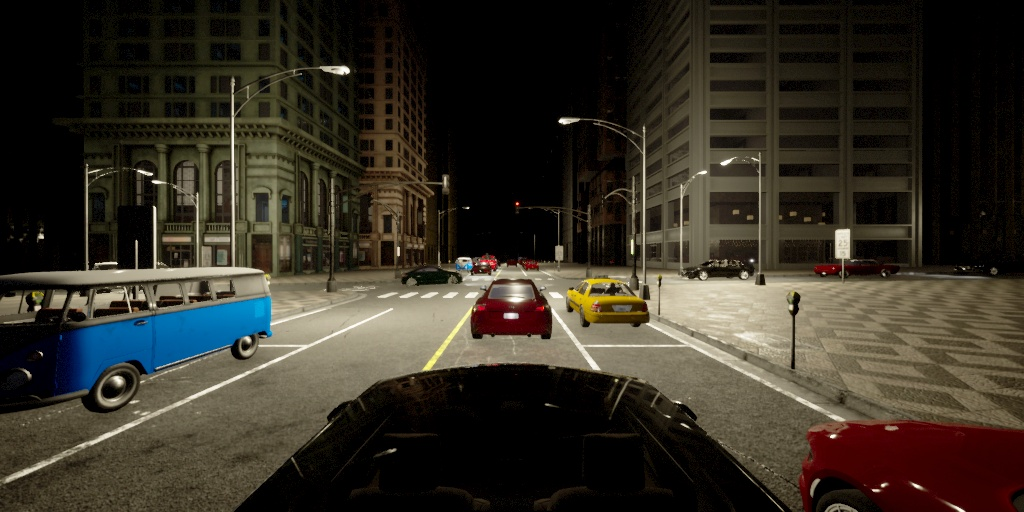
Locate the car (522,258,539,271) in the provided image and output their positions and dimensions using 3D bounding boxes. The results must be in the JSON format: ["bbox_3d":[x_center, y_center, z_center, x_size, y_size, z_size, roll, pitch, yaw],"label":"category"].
[{"bbox_3d":[2.717,1.311,49.213,1.888,1.381,4.507,0,0,0],"label":"car"}]

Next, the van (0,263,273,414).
[{"bbox_3d":[-5.767,1.090,5.711,1.690,1.789,3.998,0,0,0],"label":"van"}]

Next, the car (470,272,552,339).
[{"bbox_3d":[0.023,1.314,10.057,1.994,1.385,4.181,0,0,1],"label":"car"}]

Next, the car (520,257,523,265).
[{"bbox_3d":[2.699,1.321,60.264,1.888,1.381,4.507,0,0,0],"label":"car"}]

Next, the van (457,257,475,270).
[{"bbox_3d":[-5.832,1.103,43.695,1.690,1.789,3.998,0,0,0],"label":"van"}]

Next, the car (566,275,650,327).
[{"bbox_3d":[2.757,1.276,11.290,1.751,1.417,4.829,0,0,0],"label":"car"}]

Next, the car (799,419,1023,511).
[{"bbox_3d":[2.765,1.295,0.540,1.888,1.381,4.507,0,0,0],"label":"car"}]

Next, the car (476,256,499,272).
[{"bbox_3d":[-3.161,0.987,47.428,2.150,2.045,5.566,0,0,-1],"label":"car"}]

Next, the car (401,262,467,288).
[{"bbox_3d":[-5.528,1.384,24.809,4.181,1.385,1.994,-1,0,-17],"label":"car"}]

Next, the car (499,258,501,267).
[{"bbox_3d":[-3.158,1.374,57.235,1.895,1.301,4.718,0,0,0],"label":"car"}]

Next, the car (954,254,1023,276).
[{"bbox_3d":[35.131,0.640,25.931,4.892,1.490,1.837,-1,0,0],"label":"car"}]

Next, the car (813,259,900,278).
[{"bbox_3d":[24.799,0.904,25.965,4.718,1.301,1.895,-1,0,0],"label":"car"}]

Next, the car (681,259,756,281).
[{"bbox_3d":[14.880,0.974,25.991,4.892,1.490,1.837,-1,0,0],"label":"car"}]

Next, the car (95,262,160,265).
[{"bbox_3d":[-23.526,1.363,22.884,5.566,2.045,2.150,-1,0,0],"label":"car"}]

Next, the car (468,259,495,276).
[{"bbox_3d":[-3.138,1.323,37.801,1.994,1.385,4.181,0,0,1],"label":"car"}]

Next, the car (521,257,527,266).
[{"bbox_3d":[2.708,1.316,54.738,1.888,1.381,4.507,0,0,0],"label":"car"}]
